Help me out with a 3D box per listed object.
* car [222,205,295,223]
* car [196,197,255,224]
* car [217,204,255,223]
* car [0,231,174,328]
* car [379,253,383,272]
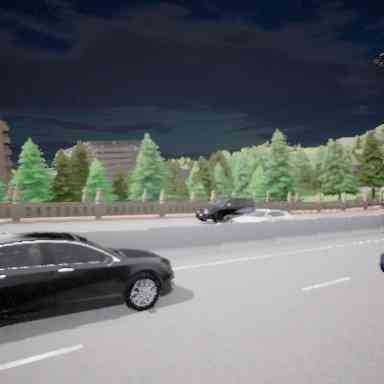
[{"bbox_3d":[4.344,1.730,19.979,4.674,1.442,1.812,1,-1,-35],"label":"car"},{"bbox_3d":[2.958,1.476,27.586,5.566,2.045,2.150,1,-1,-35],"label":"car"},{"bbox_3d":[4.282,1.806,24.230,4.181,1.385,1.994,1,-1,-35],"label":"car"},{"bbox_3d":[-2.625,1.500,6.172,4.892,1.490,1.837,1,0,-35],"label":"car"},{"bbox_3d":[6.962,1.736,8.710,4.718,1.301,1.895,1,-1,-35],"label":"car"}]
